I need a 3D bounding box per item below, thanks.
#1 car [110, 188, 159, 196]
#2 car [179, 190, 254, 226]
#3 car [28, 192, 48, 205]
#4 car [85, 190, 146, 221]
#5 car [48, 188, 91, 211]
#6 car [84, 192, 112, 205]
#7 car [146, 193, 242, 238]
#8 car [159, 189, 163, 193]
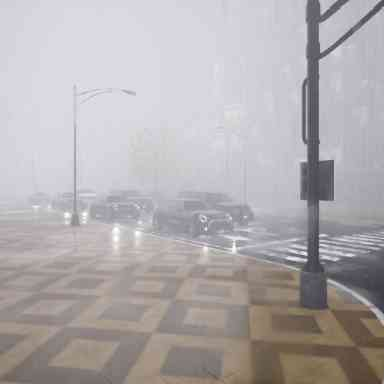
[{"bbox_3d":[-5.481,0.754,28.630,2.150,2.045,5.566,0,1,-38],"label":"car"},{"bbox_3d":[1.141,0.951,20.205,2.150,2.045,5.566,0,1,-40],"label":"car"},{"bbox_3d":[-18.134,0.762,39.516,1.812,1.442,4.674,0,1,-38],"label":"car"},{"bbox_3d":[-5.464,0.965,23.355,2.097,1.767,4.553,0,1,-38],"label":"car"},{"bbox_3d":[-11.496,0.786,31.019,2.097,1.767,4.553,0,1,-38],"label":"car"},{"bbox_3d":[-12.063,0.779,42.569,1.812,1.442,4.674,0,1,-38],"label":"car"},{"bbox_3d":[-0.051,1.124,16.510,2.097,1.767,4.553,0,1,-38],"label":"car"},{"bbox_3d":[-5.353,0.596,39.291,2.150,2.045,5.566,0,1,-38],"label":"car"}]
